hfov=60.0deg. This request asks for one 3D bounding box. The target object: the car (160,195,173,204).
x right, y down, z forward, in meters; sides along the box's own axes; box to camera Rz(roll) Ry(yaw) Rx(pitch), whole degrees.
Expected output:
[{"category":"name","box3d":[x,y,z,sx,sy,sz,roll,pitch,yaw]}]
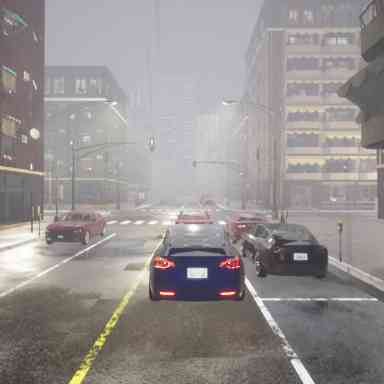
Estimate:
[{"category":"car","box3d":[-5.330,1.595,65.052,2.008,1.369,4.403,1,0,0]}]

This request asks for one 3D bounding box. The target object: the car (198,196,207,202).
[{"category":"car","box3d":[2.565,1.633,82.132,1.947,1.339,4.313,1,0,0]}]

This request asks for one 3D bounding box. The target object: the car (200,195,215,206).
[{"category":"car","box3d":[2.698,1.576,53.684,1.887,1.381,4.507,1,0,0]}]

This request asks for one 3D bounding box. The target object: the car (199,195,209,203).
[{"category":"car","box3d":[2.567,1.491,70.753,1.967,1.590,4.097,1,0,0]}]

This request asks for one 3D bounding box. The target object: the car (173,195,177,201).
[{"category":"car","box3d":[-5.316,1.621,87.810,1.887,1.381,4.507,1,0,0]}]

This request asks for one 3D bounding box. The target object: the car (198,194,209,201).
[{"category":"car","box3d":[2.602,1.357,63.630,2.192,1.841,5.009,1,0,0]}]

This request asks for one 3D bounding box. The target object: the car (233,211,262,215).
[{"category":"car","box3d":[2.572,1.549,15.628,1.887,1.381,4.507,1,0,0]}]

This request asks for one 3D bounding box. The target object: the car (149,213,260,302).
[{"category":"car","box3d":[0.100,1.506,8.340,2.163,1.488,4.792,0,0,0]}]

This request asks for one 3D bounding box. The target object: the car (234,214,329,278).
[{"category":"car","box3d":[2.572,1.568,9.957,1.947,1.339,4.313,1,0,0]}]

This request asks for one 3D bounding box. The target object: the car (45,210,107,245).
[{"category":"car","box3d":[-5.275,1.549,15.599,1.887,1.381,4.507,1,0,0]}]

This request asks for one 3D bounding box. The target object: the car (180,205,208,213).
[{"category":"car","box3d":[0.093,1.606,18.063,1.895,1.301,4.718,0,0,0]}]
